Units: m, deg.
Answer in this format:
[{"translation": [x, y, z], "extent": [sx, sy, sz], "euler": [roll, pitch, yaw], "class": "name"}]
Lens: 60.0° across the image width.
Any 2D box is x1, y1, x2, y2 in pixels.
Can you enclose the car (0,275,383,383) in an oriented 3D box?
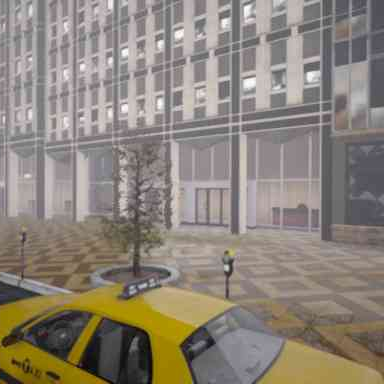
[{"translation": [-0.709, 1.535, 3.366], "extent": [4.829, 1.417, 1.752], "euler": [0, 0, 35], "class": "car"}]
